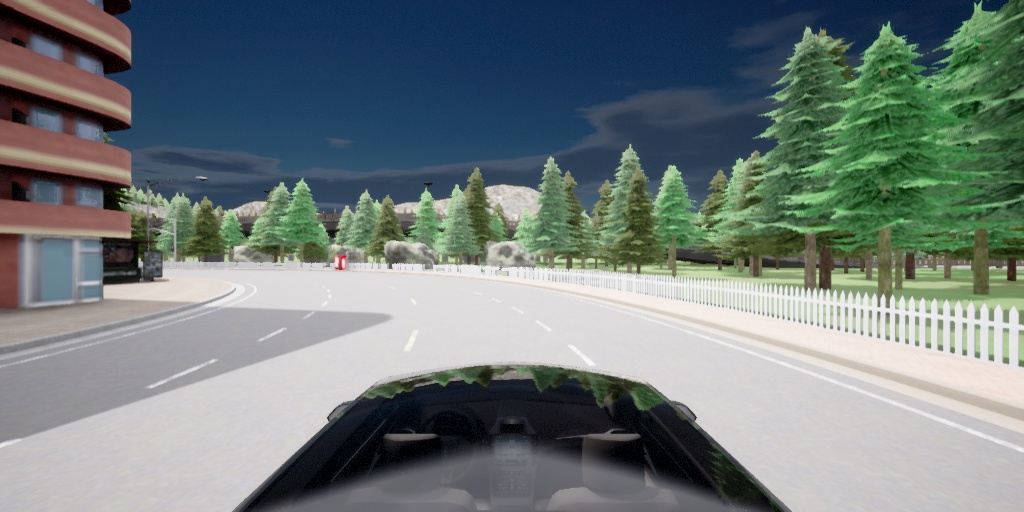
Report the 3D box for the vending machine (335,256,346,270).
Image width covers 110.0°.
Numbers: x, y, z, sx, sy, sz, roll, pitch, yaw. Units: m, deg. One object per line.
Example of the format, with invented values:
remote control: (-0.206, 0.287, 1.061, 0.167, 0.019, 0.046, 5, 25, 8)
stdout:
vending machine: (-22.515, 0.926, 47.076, 0.880, 2.100, 1.100, 0, 0, 23)
